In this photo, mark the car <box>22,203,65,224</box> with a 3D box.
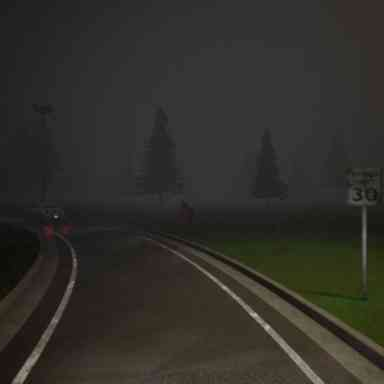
[{"bbox_3d":[-11.415,1.561,25.535,1.812,1.442,4.674,0,0,-45],"label":"car"}]

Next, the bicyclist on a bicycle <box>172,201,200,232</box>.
[{"bbox_3d":[-0.313,1.279,17.411,1.656,1.620,0.582,-1,0,-27],"label":"bicyclist on a bicycle"}]
